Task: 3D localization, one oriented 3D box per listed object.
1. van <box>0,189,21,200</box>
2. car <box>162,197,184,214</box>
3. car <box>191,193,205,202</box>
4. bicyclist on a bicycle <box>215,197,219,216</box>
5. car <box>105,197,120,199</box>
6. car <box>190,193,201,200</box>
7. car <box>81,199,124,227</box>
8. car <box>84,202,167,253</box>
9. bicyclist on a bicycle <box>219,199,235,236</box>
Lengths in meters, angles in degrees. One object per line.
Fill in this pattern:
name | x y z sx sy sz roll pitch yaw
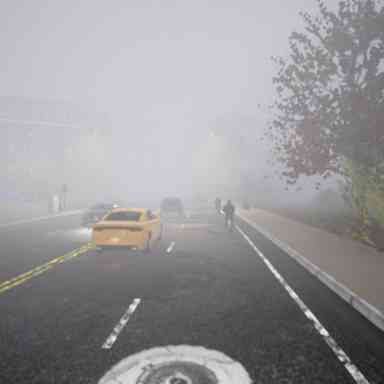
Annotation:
van | -29.592 0.435 53.387 3.998 1.788 1.690 1 -1 -29
car | -1.826 1.218 31.440 1.882 1.535 5.008 0 0 1
car | 1.300 1.063 59.768 1.994 1.385 4.181 0 0 -2
bicyclist on a bicycle | 2.149 1.229 27.549 0.582 1.620 1.656 0 0 1
car | -8.440 1.254 35.187 2.033 1.411 5.357 0 0 1
car | 0.707 0.912 74.207 2.033 1.411 5.357 0 1 -3
car | -5.513 1.387 21.246 1.994 1.385 4.181 0 0 2
car | -2.358 1.368 13.181 1.882 1.535 5.008 0 0 2
bicyclist on a bicycle | 1.825 1.237 16.496 0.659 1.776 1.843 0 1 2
